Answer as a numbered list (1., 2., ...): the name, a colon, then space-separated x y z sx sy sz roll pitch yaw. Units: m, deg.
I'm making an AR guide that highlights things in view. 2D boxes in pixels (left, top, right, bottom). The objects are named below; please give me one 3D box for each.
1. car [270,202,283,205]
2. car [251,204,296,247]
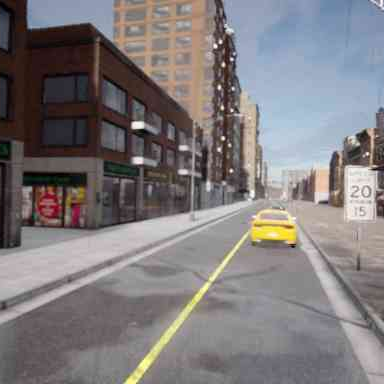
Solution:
1. car: 10.267 1.929 40.618 1.895 1.301 4.718 1 0 14
2. car: 3.919 1.602 15.925 1.882 1.535 5.008 1 0 14
